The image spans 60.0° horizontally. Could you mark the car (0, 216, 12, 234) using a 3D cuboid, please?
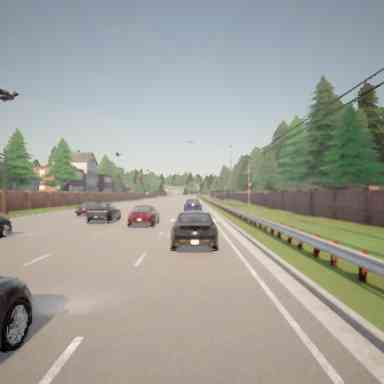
[{"bbox_3d":[-10.450,1.421,15.489,2.097,1.767,4.553,0,0,0],"label":"car"}]

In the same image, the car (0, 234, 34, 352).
[{"bbox_3d":[-3.400,1.522,3.306,1.837,1.490,4.892,0,0,0],"label":"car"}]

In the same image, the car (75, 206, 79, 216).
[{"bbox_3d":[-10.404,1.701,34.418,2.033,1.411,5.357,0,0,0],"label":"car"}]

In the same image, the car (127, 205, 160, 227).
[{"bbox_3d":[-3.409,1.632,23.844,1.812,1.442,4.674,0,0,0],"label":"car"}]

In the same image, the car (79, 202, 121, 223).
[{"bbox_3d":[-6.904,1.610,26.337,2.128,1.511,4.902,0,0,0],"label":"car"}]

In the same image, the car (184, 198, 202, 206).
[{"bbox_3d":[0.104,1.531,40.531,2.097,1.767,4.553,0,0,0],"label":"car"}]

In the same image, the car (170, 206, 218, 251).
[{"bbox_3d":[0.102,1.570,14.507,1.837,1.490,4.892,0,0,0],"label":"car"}]
